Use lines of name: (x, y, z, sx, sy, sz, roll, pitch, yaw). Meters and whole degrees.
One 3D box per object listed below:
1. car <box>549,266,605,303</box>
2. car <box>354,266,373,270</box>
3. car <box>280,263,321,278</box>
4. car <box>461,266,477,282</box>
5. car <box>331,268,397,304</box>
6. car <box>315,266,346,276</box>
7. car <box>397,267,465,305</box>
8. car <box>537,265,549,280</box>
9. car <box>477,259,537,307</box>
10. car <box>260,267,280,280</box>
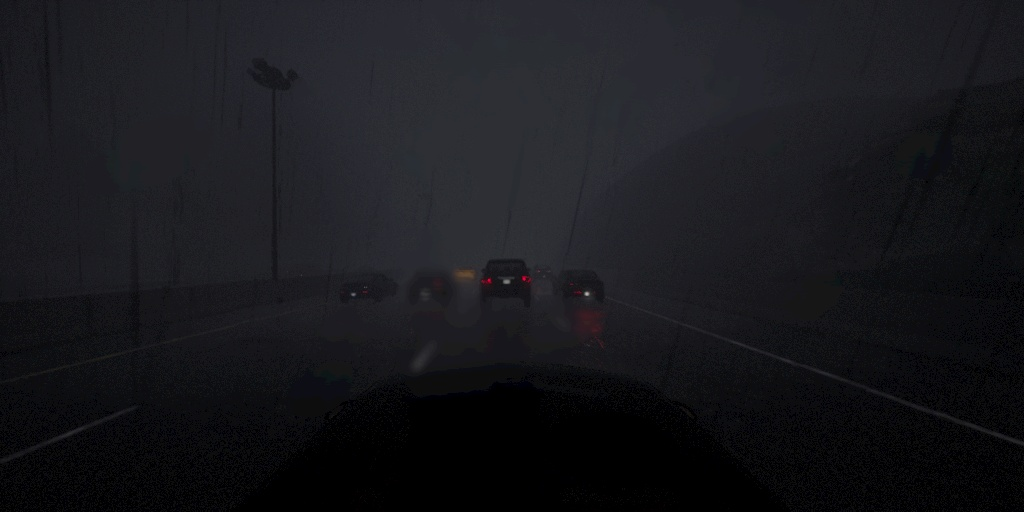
car: (3.205, 1.401, 17.840, 1.837, 1.490, 4.892, -1, -1, -1)
car: (-18.772, 2.032, 45.701, 1.882, 1.535, 5.008, -1, -1, -2)
car: (-25.748, 1.867, 44.645, 2.150, 2.045, 5.566, -1, -1, -2)
car: (-4.273, 1.685, 34.640, 1.882, 1.535, 5.008, -1, -1, -2)
car: (-7.326, 1.587, 18.686, 1.812, 1.442, 4.674, -1, -1, -2)
car: (-22.253, 2.199, 45.021, 1.895, 1.301, 4.718, -1, -1, -2)
car: (-3.798, 1.491, 17.837, 2.128, 1.511, 4.902, -1, -1, -1)
car: (2.764, 1.579, 33.270, 2.128, 1.511, 4.902, -1, -1, -1)
car: (-0.277, 1.157, 16.958, 2.150, 2.045, 5.566, -1, -1, -1)
car: (-29.248, 2.177, 44.872, 1.882, 1.535, 5.008, -1, 0, -1)
